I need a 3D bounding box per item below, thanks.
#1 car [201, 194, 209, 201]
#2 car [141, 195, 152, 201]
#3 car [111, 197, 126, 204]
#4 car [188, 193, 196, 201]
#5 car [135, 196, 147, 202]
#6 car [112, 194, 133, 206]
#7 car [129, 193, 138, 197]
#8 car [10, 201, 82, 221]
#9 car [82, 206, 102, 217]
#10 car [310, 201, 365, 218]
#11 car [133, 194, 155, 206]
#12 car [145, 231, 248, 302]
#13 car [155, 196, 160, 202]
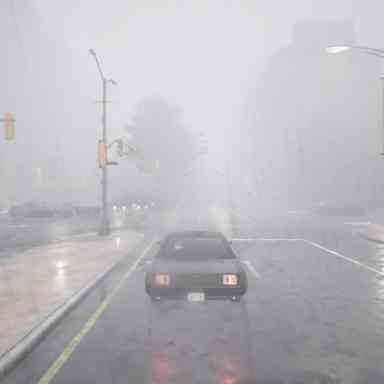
[{"bbox_3d":[3.536,1.548,86.887,2.128,1.511,4.902,0,0,0],"label":"car"},{"bbox_3d":[-11.465,1.553,84.686,2.128,1.511,4.902,0,0,0],"label":"car"},{"bbox_3d":[-14.722,1.617,66.864,1.895,1.301,4.718,0,0,0],"label":"car"},{"bbox_3d":[0.036,1.247,86.502,2.150,2.045,5.566,0,0,0],"label":"car"},{"bbox_3d":[-11.469,1.578,74.452,1.994,1.385,4.181,0,0,0],"label":"car"},{"bbox_3d":[-11.565,1.544,55.156,1.812,1.442,4.674,0,0,0],"label":"car"},{"bbox_3d":[-11.511,1.243,64.568,2.150,2.045,5.566,0,0,1],"label":"car"},{"bbox_3d":[-11.751,1.500,26.343,4.902,1.511,2.128,0,0,0],"label":"car"},{"bbox_3d":[-10.575,1.611,30.492,4.718,1.301,1.895,0,0,-11],"label":"car"},{"bbox_3d":[13.105,1.535,29.961,4.674,1.442,1.812,0,0,0],"label":"car"},{"bbox_3d":[-8.065,1.566,56.553,2.033,1.411,5.357,0,0,0],"label":"car"},{"bbox_3d":[0.078,1.604,8.204,1.895,1.301,4.718,0,0,0],"label":"car"},{"bbox_3d":[-8.002,1.586,65.789,1.994,1.385,4.181,0,0,1],"label":"car"}]
